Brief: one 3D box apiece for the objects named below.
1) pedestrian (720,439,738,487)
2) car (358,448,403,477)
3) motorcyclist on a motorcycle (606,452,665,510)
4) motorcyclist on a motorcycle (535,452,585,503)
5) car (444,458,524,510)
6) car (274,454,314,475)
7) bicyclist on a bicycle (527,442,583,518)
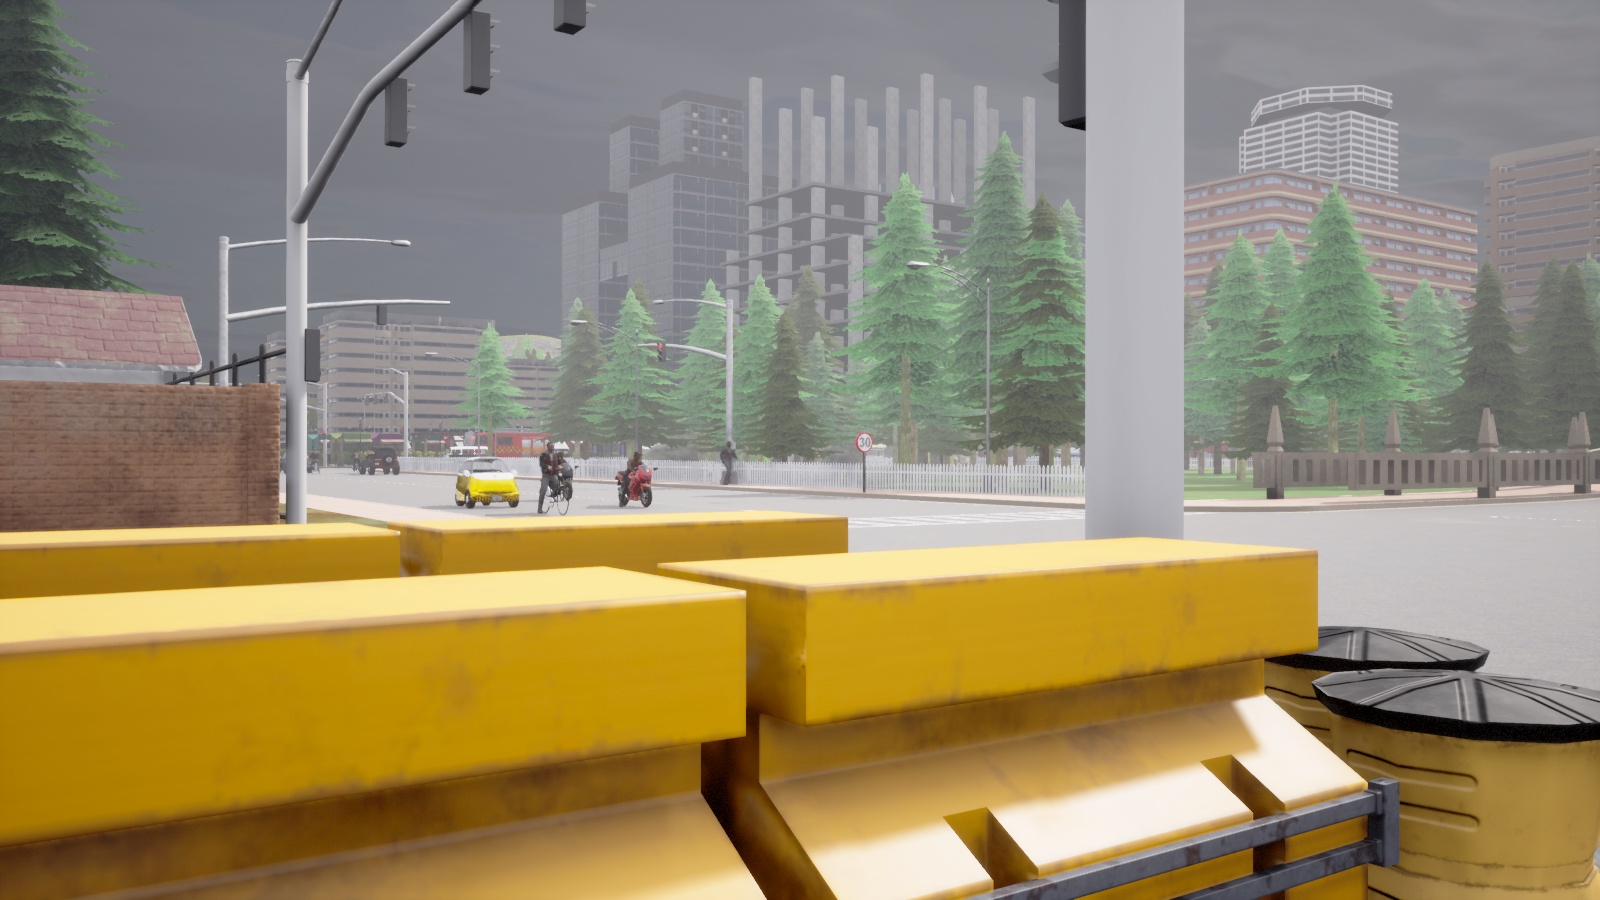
[{"bbox_3d":[-2.919,0.536,51.545,0.402,1.930,0.666,0,0,-39],"label":"pedestrian"},{"bbox_3d":[-27.683,0.802,82.736,1.905,1.878,3.866,0,0,-33],"label":"car"},{"bbox_3d":[-4.504,0.820,34.329,0.797,1.523,2.044,0,0,-33],"label":"motorcyclist on a motorcycle"},{"bbox_3d":[-7.445,0.838,38.845,0.797,1.523,2.044,0,0,-33],"label":"motorcyclist on a motorcycle"},{"bbox_3d":[-8.624,0.902,34.242,1.481,1.376,2.207,0,0,-33],"label":"car"},{"bbox_3d":[-35.762,1.003,88.727,1.970,1.475,3.806,0,0,-33],"label":"car"},{"bbox_3d":[-5.881,0.701,30.030,0.659,1.776,1.843,0,0,-33],"label":"bicyclist on a bicycle"}]
